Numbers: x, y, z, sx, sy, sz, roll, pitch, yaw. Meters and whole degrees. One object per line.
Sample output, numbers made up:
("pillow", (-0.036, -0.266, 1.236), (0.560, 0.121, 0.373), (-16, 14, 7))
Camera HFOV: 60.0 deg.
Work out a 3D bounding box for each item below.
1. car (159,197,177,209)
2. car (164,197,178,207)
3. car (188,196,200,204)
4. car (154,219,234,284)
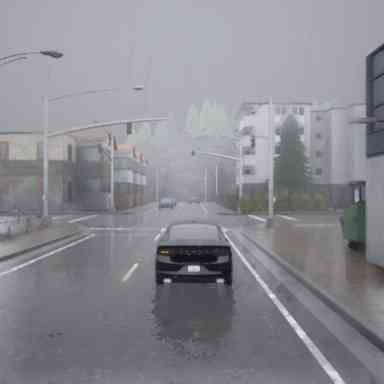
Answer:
("car", (-3.593, 1.637, 47.280), (1.882, 1.535, 5.008), (0, 0, 0))
("car", (-3.572, 1.686, 57.631), (2.128, 1.511, 4.902), (0, 0, 0))
("car", (0.494, 1.588, 69.585), (2.097, 1.767, 4.553), (0, 0, 7))
("car", (0.059, 1.511, 9.702), (1.882, 1.535, 5.008), (0, 0, 0))
